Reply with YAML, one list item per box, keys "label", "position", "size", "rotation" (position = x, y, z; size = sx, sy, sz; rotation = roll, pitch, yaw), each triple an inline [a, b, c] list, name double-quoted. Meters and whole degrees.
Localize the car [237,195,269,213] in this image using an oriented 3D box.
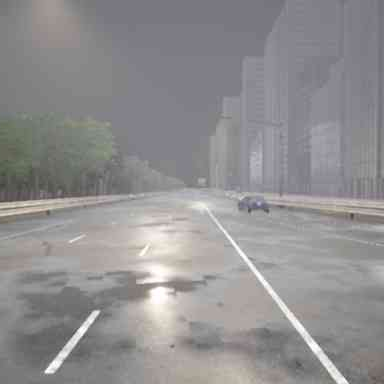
- label: "car"
  position: [5.976, 1.125, 33.170]
  size: [2.097, 1.767, 4.553]
  rotation: [0, 1, -8]
